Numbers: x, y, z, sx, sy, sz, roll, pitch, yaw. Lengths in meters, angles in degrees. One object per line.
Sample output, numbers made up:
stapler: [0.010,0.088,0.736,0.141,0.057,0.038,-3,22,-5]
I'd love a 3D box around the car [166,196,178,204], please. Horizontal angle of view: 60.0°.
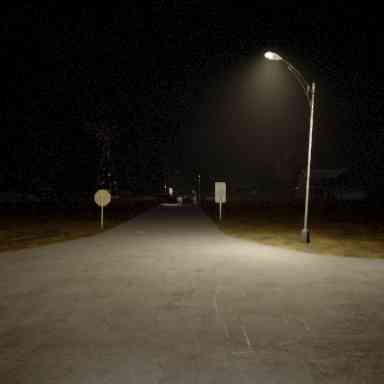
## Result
car: [-3.492,1.348,58.904,2.033,1.411,5.357,0,0,-1]

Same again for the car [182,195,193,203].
car: [-0.816,1.317,64.778,2.033,1.411,5.357,0,0,-1]

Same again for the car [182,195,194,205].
car: [-0.684,1.318,54.342,2.128,1.511,4.902,0,0,-1]
